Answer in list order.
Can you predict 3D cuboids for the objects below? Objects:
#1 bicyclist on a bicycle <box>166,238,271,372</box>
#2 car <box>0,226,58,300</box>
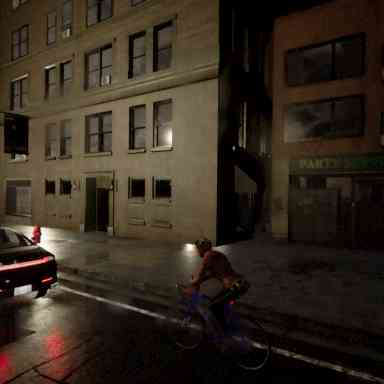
[{"bbox_3d":[0.284,1.452,4.476,1.656,1.620,0.582,0,0,36],"label":"bicyclist on a bicycle"},{"bbox_3d":[-4.892,1.490,7.220,4.902,1.511,2.128,0,0,36],"label":"car"}]
